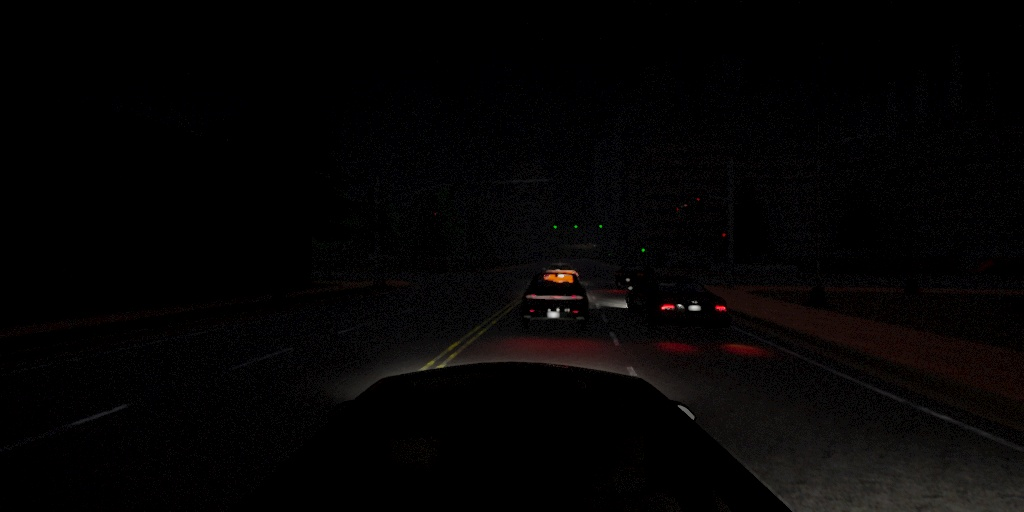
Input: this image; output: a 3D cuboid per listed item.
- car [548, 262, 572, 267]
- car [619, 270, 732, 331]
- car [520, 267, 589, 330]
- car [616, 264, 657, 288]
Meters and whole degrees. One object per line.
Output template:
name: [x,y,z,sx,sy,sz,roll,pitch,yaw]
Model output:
car: [2.982,1.156,22.660,2.097,1.767,4.553,0,0,6]
car: [4.867,1.331,11.249,2.033,1.411,5.357,0,0,9]
car: [1.397,1.267,11.390,2.128,1.511,4.902,0,0,8]
car: [8.452,1.298,23.808,1.882,1.535,5.008,-1,-1,34]
